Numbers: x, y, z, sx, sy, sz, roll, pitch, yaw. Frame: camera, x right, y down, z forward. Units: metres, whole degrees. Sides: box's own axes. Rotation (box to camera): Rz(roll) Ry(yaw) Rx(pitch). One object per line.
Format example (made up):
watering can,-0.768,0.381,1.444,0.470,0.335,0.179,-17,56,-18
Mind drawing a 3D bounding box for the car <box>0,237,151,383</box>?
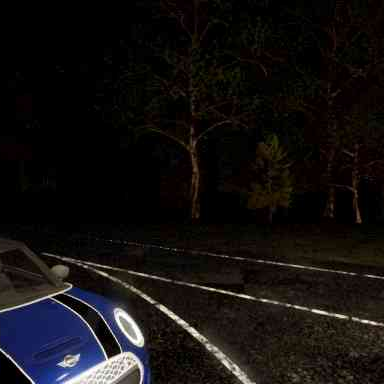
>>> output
car,-2.619,1.338,3.748,4.553,1.767,2.097,1,0,35
